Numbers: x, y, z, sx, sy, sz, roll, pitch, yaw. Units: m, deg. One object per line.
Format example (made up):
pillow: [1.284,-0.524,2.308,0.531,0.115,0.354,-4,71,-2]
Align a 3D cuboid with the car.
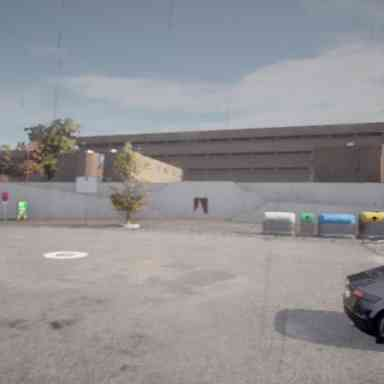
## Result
car: [4.849,1.851,5.687,4.181,1.385,1.994,-1,-3,17]
